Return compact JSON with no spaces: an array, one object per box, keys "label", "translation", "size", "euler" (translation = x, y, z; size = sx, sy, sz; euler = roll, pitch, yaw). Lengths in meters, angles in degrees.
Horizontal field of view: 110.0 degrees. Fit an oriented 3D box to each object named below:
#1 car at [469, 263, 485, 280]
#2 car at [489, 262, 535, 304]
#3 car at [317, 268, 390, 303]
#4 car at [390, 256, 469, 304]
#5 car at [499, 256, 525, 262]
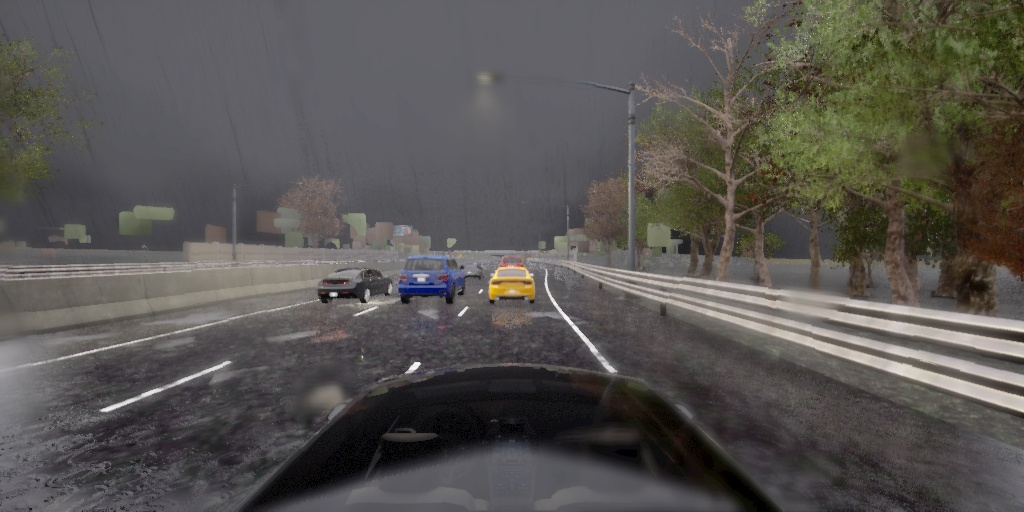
[{"label":"car","translation":[-3.500,1.332,31.501],"size":[1.994,1.385,4.181],"euler":[0,0,0]},{"label":"car","translation":[0.000,1.234,16.501],"size":[1.882,1.535,5.008],"euler":[0,0,0]},{"label":"car","translation":[-7.000,1.266,16.501],"size":[1.837,1.490,4.892],"euler":[0,0,0]},{"label":"car","translation":[-3.500,1.008,16.531],"size":[2.150,2.045,5.566],"euler":[0,0,0]},{"label":"car","translation":[0.000,1.017,31.532],"size":[2.150,2.045,5.566],"euler":[0,0,0]}]
